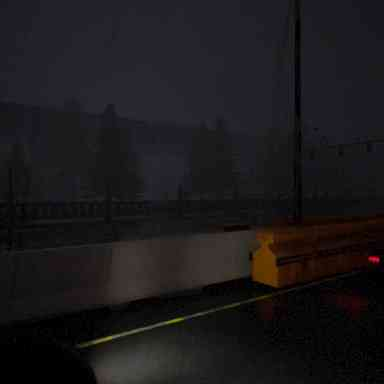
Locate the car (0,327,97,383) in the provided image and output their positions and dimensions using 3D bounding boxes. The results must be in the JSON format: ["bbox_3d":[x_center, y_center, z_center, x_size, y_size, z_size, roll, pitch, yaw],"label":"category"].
[{"bbox_3d":[-2.929,1.504,1.656,4.892,1.490,1.837,0,0,-36],"label":"car"}]

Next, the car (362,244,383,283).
[{"bbox_3d":[6.386,1.547,8.298,5.357,1.411,2.033,0,0,-35],"label":"car"}]
